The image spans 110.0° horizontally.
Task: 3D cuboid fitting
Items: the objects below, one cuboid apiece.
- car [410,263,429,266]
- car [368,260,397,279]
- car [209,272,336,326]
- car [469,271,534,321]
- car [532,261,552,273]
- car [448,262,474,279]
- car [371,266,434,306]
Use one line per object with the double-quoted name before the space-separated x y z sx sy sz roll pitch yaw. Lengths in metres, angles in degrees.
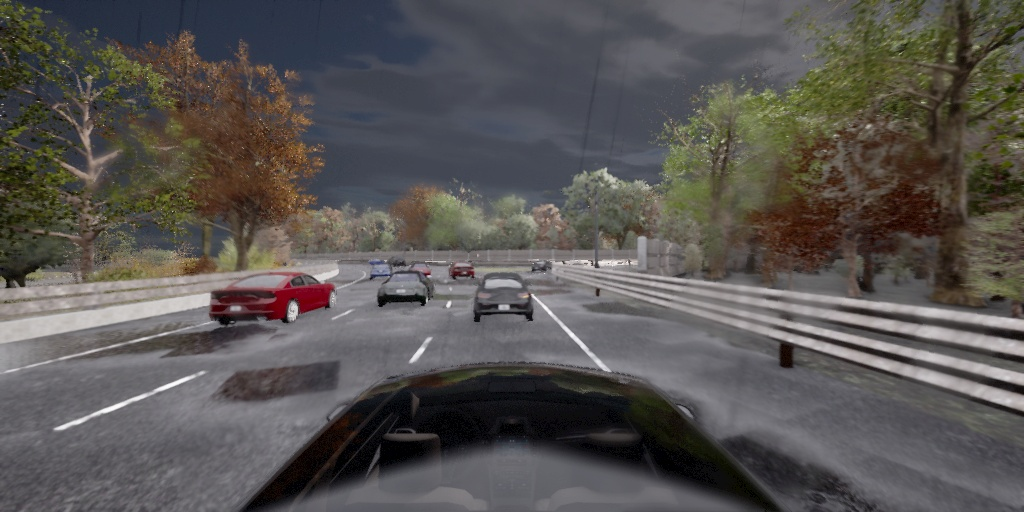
"car" -9.173 1.365 35.563 1.994 1.385 4.181 0 0 -18
"car" -11.807 1.357 32.607 2.033 1.411 5.357 0 0 -17
"car" -7.610 1.261 12.022 1.882 1.535 5.008 0 0 -6
"car" -0.318 1.282 12.397 1.812 1.442 4.674 0 0 -2
"car" 3.987 1.282 44.835 1.812 1.442 4.674 0 0 27
"car" -4.706 1.261 32.758 1.882 1.535 5.008 0 0 -16
"car" -4.587 1.338 15.919 1.994 1.385 4.181 0 0 -8
